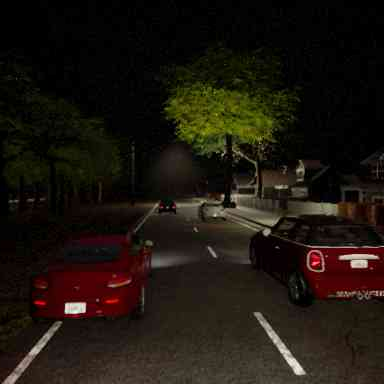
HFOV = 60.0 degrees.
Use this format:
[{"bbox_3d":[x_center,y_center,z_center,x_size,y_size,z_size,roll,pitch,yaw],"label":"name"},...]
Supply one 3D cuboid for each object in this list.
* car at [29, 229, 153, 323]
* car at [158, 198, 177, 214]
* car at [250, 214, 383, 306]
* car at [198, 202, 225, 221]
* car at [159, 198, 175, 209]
[{"bbox_3d":[-1.859,1.519,7.129,1.812,1.442,4.674,0,0,-4],"label":"car"},{"bbox_3d":[-2.543,1.536,34.782,2.033,1.411,5.357,0,0,-4],"label":"car"},{"bbox_3d":[2.900,1.335,8.197,2.097,1.767,4.553,0,0,-4],"label":"car"},{"bbox_3d":[1.547,1.509,27.031,1.812,1.442,4.674,0,0,-4],"label":"car"},{"bbox_3d":[-3.378,1.518,45.404,2.033,1.411,5.357,0,0,-4],"label":"car"}]
